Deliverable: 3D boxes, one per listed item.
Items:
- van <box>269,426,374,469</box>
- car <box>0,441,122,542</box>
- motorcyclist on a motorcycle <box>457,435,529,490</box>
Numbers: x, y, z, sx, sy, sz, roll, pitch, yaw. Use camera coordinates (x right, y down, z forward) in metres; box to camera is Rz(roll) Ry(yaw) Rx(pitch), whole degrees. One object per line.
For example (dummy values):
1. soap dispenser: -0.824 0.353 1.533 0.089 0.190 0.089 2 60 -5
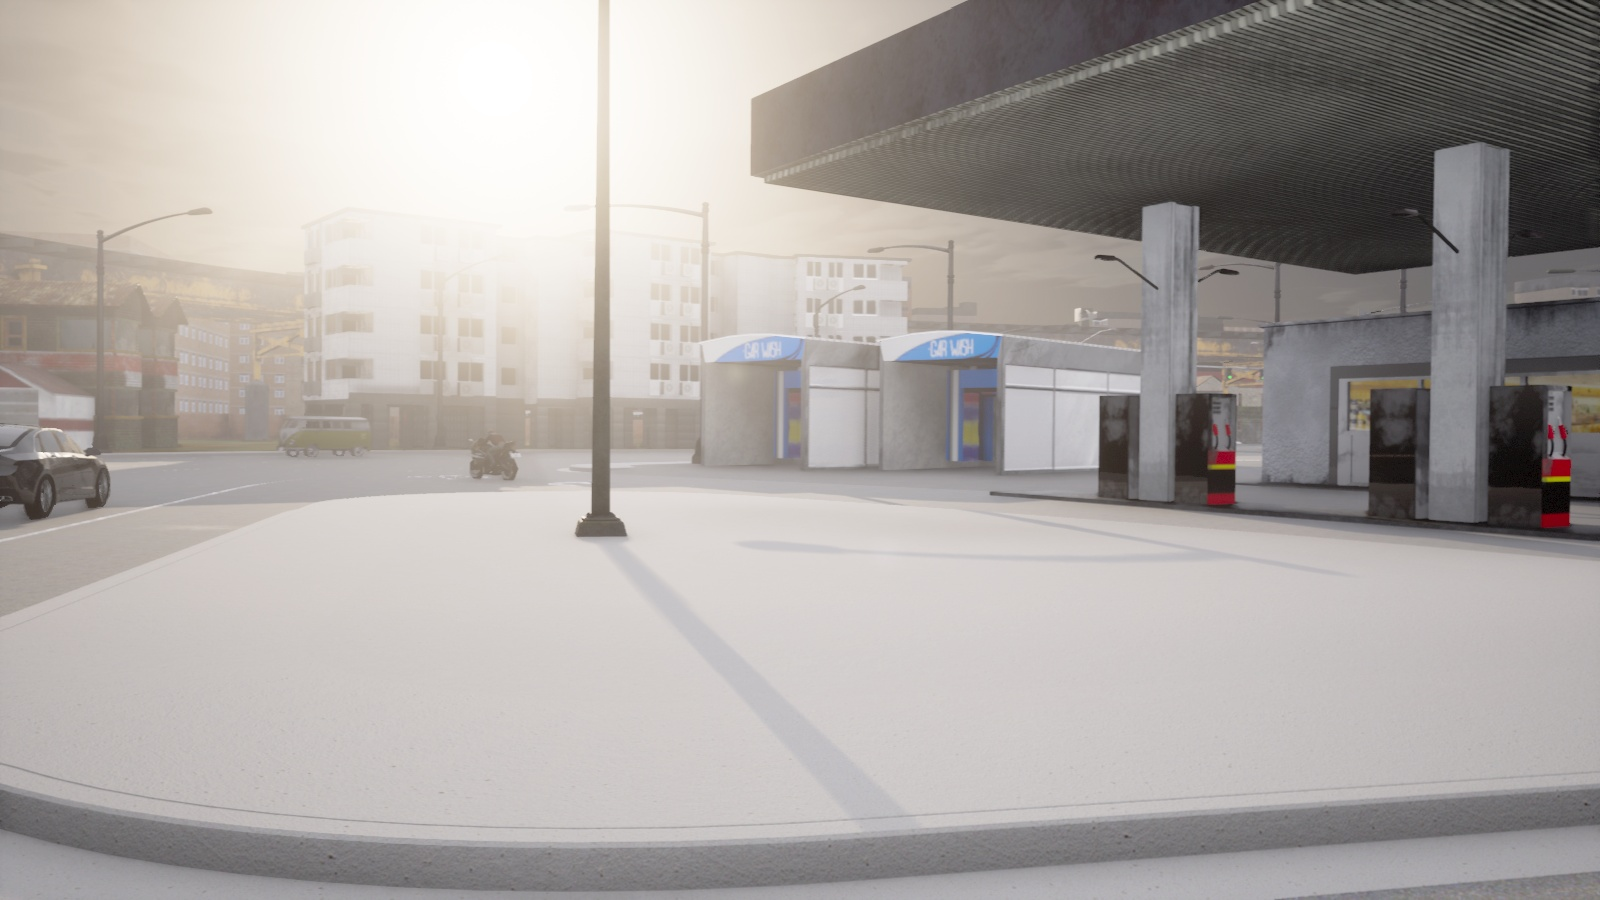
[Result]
1. van: -22.861 -0.137 60.167 1.775 1.987 4.442 0 1 34
2. car: -13.265 0.624 21.290 1.837 1.490 4.892 -1 1 -13
3. motorcyclist on a motorcycle: -8.984 0.350 36.696 2.191 1.530 0.866 0 1 40
